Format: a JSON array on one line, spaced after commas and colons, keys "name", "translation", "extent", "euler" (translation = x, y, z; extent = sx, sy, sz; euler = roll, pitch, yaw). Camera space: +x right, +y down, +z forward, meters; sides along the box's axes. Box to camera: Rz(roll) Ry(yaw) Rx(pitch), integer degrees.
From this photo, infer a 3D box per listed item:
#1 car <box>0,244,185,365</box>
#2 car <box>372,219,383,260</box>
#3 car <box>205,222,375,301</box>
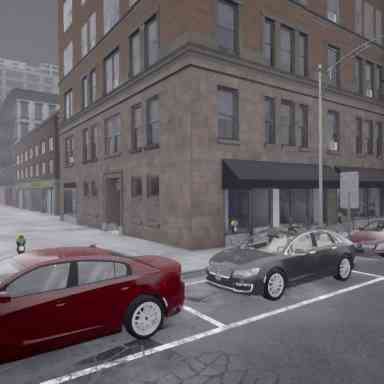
[{"name": "car", "translation": [-2.221, 1.544, 4.958], "extent": [4.507, 1.381, 1.887], "euler": [0, -1, -36]}, {"name": "car", "translation": [6.859, 1.581, 11.458], "extent": [4.206, 1.307, 1.802], "euler": [0, -1, -36]}, {"name": "car", "translation": [2.319, 1.550, 8.208], "extent": [4.403, 1.369, 2.008], "euler": [0, -1, -36]}]
